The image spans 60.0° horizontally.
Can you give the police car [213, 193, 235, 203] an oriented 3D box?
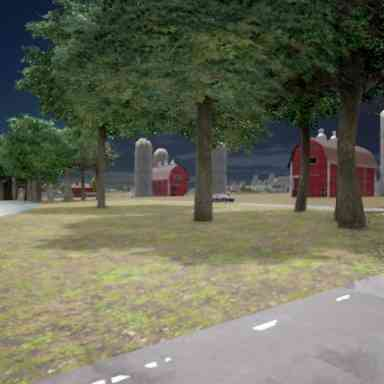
[{"bbox_3d":[4.906,0.971,54.305,1.930,1.638,5.238,1,-1,-35],"label":"police car"}]
